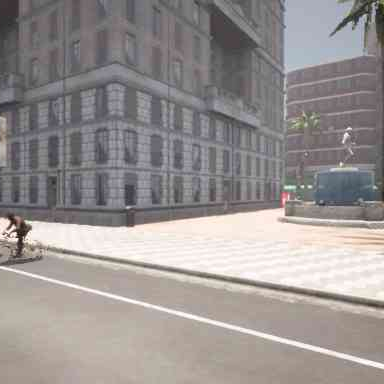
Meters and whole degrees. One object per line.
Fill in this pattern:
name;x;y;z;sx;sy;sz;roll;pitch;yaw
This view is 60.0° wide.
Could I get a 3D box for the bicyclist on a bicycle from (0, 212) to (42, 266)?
bicyclist on a bicycle;-5.505;1.434;10.444;0.582;1.620;1.656;0;2;35
